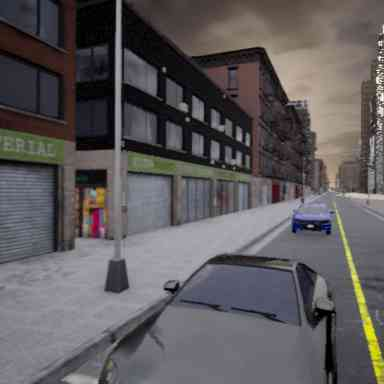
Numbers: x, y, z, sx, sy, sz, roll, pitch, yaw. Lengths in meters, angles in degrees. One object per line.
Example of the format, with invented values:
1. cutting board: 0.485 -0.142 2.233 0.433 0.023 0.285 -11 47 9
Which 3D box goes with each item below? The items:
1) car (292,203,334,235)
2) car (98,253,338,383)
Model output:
1. car: 6.709 1.366 18.420 1.882 1.535 5.008 1 1 23
2. car: 0.698 1.530 4.068 1.994 1.385 4.181 1 1 23
